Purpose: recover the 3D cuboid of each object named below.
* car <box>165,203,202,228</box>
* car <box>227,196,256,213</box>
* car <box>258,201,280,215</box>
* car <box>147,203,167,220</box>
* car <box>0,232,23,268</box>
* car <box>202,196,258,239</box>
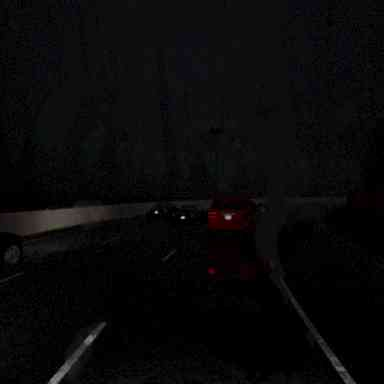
[{"bbox_3d":[-0.048,1.585,22.832,1.994,1.385,4.181,0,0,15],"label":"car"},{"bbox_3d":[5.752,1.404,38.348,2.097,1.767,4.553,0,0,25],"label":"car"},{"bbox_3d":[8.114,1.658,35.352,1.895,1.301,4.718,0,0,24],"label":"car"},{"bbox_3d":[-2.179,1.583,27.914,1.994,1.385,4.181,0,0,18],"label":"car"},{"bbox_3d":[-6.296,1.480,8.374,2.128,1.511,4.902,0,0,5],"label":"car"},{"bbox_3d":[2.209,1.245,17.632,2.150,2.045,5.566,0,0,12],"label":"car"}]
